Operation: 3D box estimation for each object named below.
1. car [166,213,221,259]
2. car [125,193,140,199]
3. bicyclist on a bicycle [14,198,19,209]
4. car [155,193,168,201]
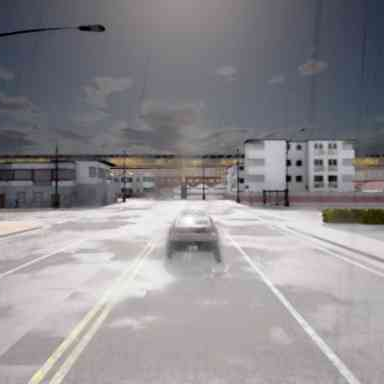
[{"bbox_3d":[0.057,1.557,12.806,2.128,1.511,4.902,0,0,0],"label":"car"},{"bbox_3d":[-15.625,1.072,87.011,1.837,1.490,4.892,0,0,-43],"label":"car"},{"bbox_3d":[-26.416,1.772,50.071,0.582,1.620,1.656,-1,0,-1],"label":"bicyclist on a bicycle"},{"bbox_3d":[-6.818,1.116,73.715,2.097,1.767,4.553,0,1,-21],"label":"car"}]
